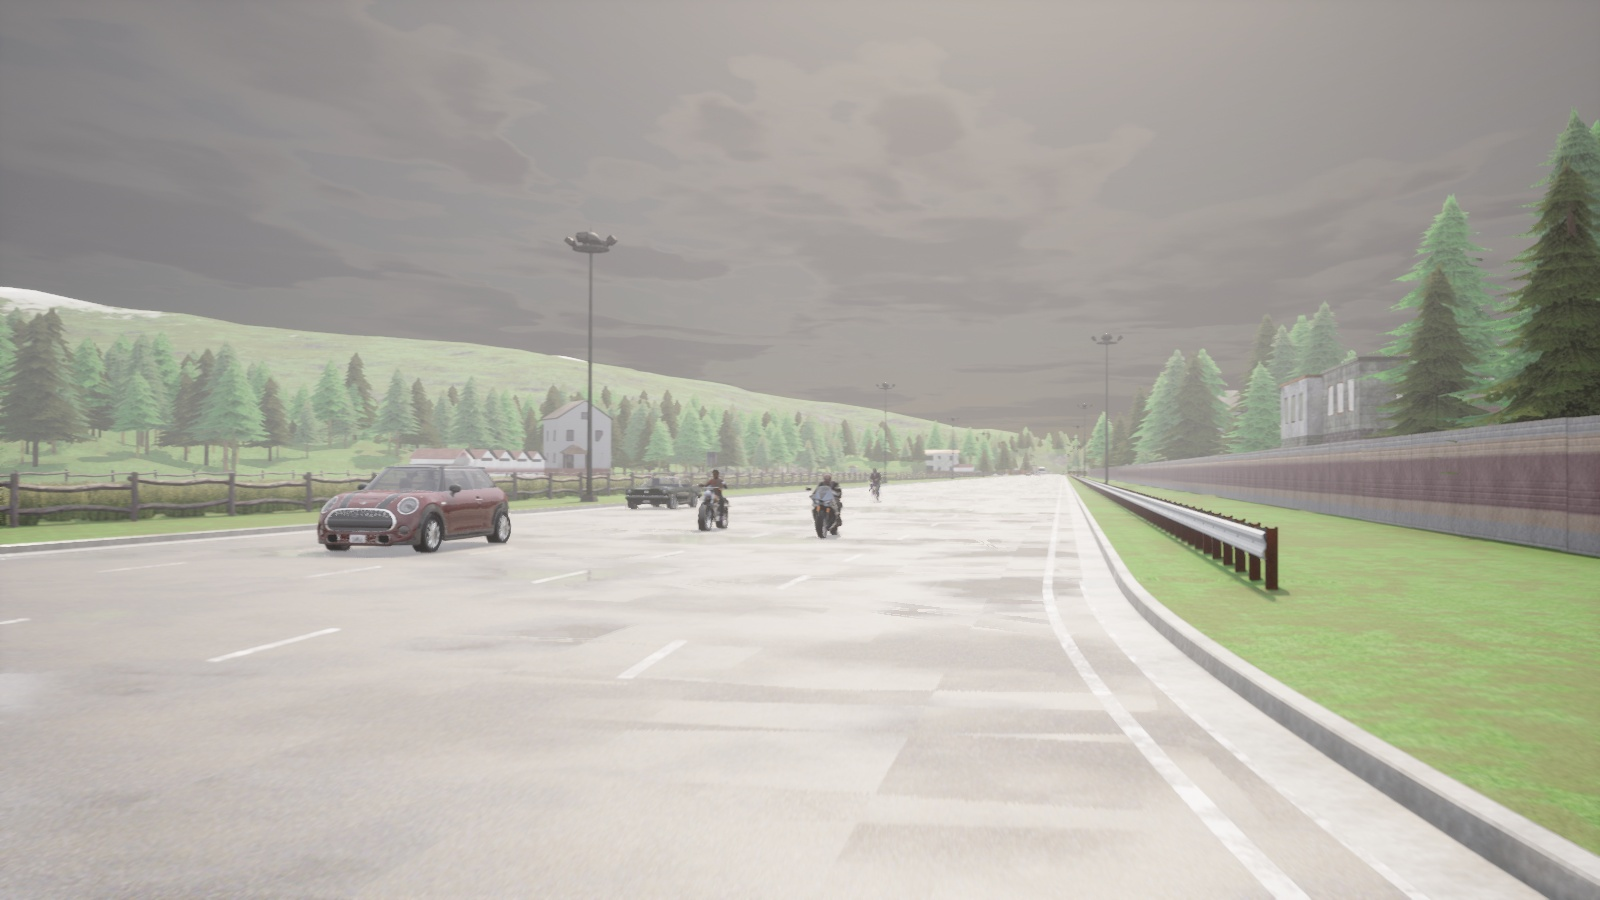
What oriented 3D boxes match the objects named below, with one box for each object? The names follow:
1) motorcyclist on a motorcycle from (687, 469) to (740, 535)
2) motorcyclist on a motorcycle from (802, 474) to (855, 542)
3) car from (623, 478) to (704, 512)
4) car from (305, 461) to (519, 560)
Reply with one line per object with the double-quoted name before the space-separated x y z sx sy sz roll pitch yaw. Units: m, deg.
"motorcyclist on a motorcycle" -2.232 1.324 32.897 0.766 1.649 2.350 0 -1 12
"motorcyclist on a motorcycle" 0.697 1.347 29.821 0.866 1.530 2.191 0 -1 12
"car" -5.510 1.792 51.281 1.895 1.301 4.718 0 -1 12
"car" -7.508 1.115 24.840 2.097 1.767 4.553 0 -1 12
